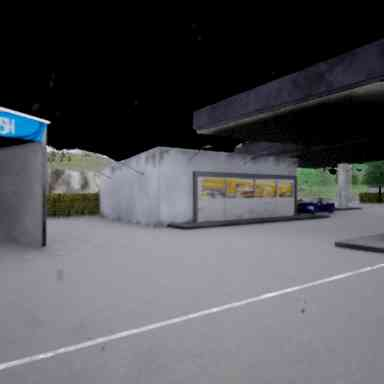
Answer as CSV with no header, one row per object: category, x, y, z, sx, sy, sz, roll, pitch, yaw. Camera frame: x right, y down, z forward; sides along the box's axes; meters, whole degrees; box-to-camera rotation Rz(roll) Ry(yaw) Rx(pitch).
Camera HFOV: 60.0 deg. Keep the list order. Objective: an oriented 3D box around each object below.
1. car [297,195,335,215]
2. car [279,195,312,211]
car,12.638,1.446,34.037,4.611,1.667,2.242,0,0,-36
car,12.840,1.274,41.167,3.866,1.878,1.905,0,0,-36
